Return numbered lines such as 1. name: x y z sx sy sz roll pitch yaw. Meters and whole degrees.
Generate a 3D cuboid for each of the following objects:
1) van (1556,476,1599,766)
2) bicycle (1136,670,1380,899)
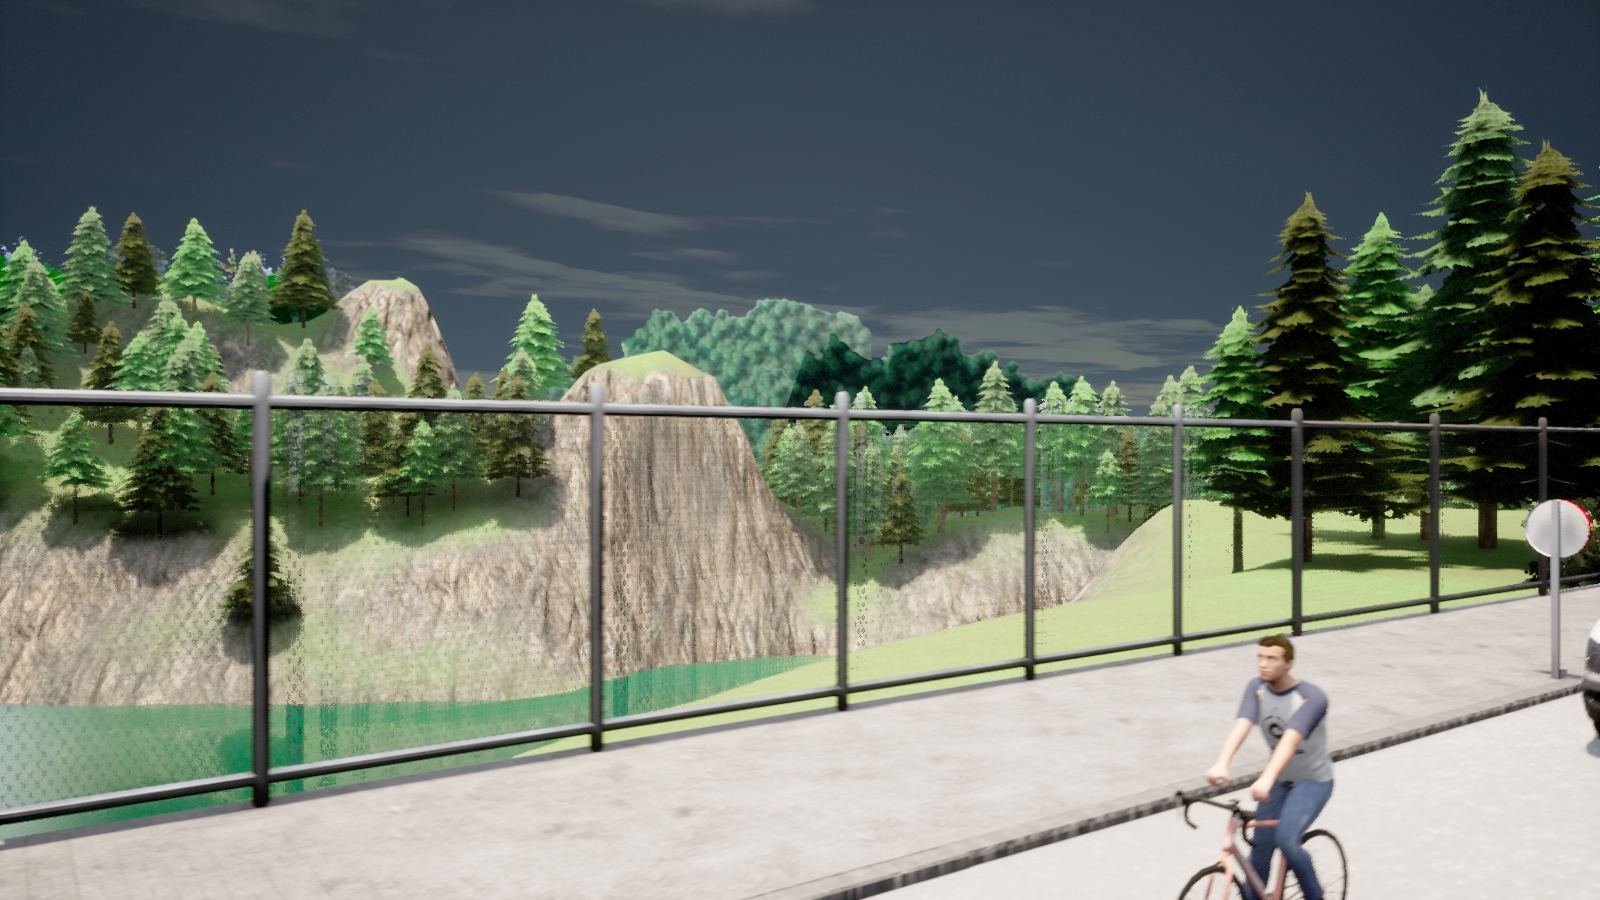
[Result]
1. van: 9.910 1.532 11.346 5.915 2.561 1.988 0 0 -35
2. bicycle: 2.493 2.055 6.135 1.643 1.496 0.373 0 0 -35
